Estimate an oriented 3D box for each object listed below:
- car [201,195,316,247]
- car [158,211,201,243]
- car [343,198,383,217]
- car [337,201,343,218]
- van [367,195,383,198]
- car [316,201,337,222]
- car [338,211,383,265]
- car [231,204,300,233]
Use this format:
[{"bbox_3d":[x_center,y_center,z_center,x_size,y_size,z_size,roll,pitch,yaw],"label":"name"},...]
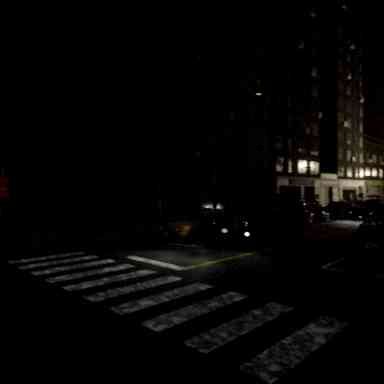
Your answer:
[{"bbox_3d":[3.233,1.168,15.147,2.150,2.045,5.566,0,0,45],"label":"car"},{"bbox_3d":[0.570,1.486,16.071,1.752,1.417,4.829,0,0,45],"label":"car"},{"bbox_3d":[14.088,1.429,26.023,2.033,1.411,5.357,0,0,45],"label":"car"},{"bbox_3d":[12.159,1.457,27.686,1.947,1.339,4.313,0,0,45],"label":"car"},{"bbox_3d":[19.804,1.185,35.349,1.690,1.788,3.998,0,0,45],"label":"van"},{"bbox_3d":[8.336,1.480,23.854,1.947,1.339,4.313,0,0,45],"label":"car"},{"bbox_3d":[6.364,1.498,10.516,1.947,1.339,4.313,0,0,45],"label":"car"},{"bbox_3d":[4.513,1.488,20.023,2.008,1.369,4.403,0,0,45],"label":"car"}]
